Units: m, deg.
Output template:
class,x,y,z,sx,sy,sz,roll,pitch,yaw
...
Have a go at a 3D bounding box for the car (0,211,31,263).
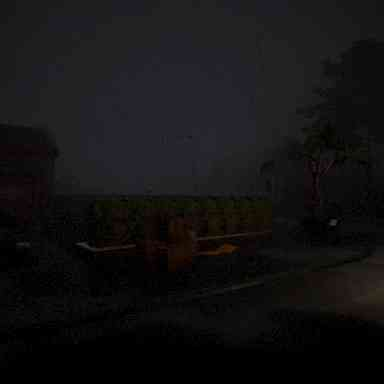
class,x,y,z,sx,sy,sz,roll,pitch,yaw
car,-6.510,1.356,10.753,2.033,1.415,5.357,0,0,-33
